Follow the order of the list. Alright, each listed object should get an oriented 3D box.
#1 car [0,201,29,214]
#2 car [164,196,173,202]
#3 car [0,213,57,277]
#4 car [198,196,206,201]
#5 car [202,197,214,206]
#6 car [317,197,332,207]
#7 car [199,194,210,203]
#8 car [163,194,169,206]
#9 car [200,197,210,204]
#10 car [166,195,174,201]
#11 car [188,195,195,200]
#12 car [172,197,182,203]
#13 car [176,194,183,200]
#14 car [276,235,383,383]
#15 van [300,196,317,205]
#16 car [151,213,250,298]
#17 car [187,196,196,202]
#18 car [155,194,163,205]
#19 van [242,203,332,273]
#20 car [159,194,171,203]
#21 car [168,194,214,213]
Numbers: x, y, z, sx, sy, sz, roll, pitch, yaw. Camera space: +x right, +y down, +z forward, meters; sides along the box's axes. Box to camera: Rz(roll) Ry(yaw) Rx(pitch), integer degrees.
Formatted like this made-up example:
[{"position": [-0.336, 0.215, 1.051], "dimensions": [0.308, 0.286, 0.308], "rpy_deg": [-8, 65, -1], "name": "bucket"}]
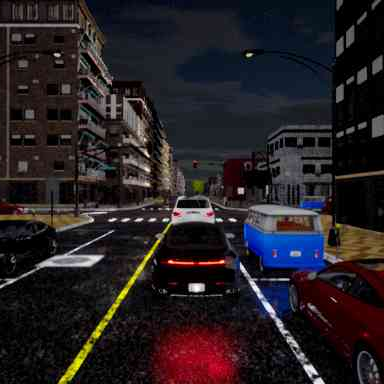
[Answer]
[{"position": [-17.526, 1.533, 31.101], "dimensions": [4.206, 1.307, 1.802], "rpy_deg": [0, 0, 0], "name": "car"}, {"position": [-5.848, 1.627, 82.795], "dimensions": [2.008, 1.369, 4.403], "rpy_deg": [0, 0, 0], "name": "car"}, {"position": [-5.707, 1.567, 10.338], "dimensions": [1.947, 1.339, 4.313], "rpy_deg": [0, 0, 0], "name": "car"}, {"position": [2.523, 1.638, 88.351], "dimensions": [2.008, 1.369, 4.403], "rpy_deg": [0, 0, 0], "name": "car"}, {"position": [2.587, 1.559, 55.286], "dimensions": [1.752, 1.417, 4.829], "rpy_deg": [0, 0, 0], "name": "car"}, {"position": [14.862, 1.357, 31.244], "dimensions": [5.009, 1.841, 2.192], "rpy_deg": [0, 0, 0], "name": "car"}, {"position": [2.556, 1.372, 71.734], "dimensions": [2.192, 1.841, 5.009], "rpy_deg": [0, 0, 0], "name": "car"}, {"position": [-3.192, 1.386, 55.023], "dimensions": [2.097, 1.767, 4.553], "rpy_deg": [0, 0, 0], "name": "car"}, {"position": [2.565, 1.630, 66.194], "dimensions": [1.802, 1.307, 4.206], "rpy_deg": [0, 0, 0], "name": "car"}, {"position": [-5.858, 1.613, 88.164], "dimensions": [1.752, 1.417, 4.829], "rpy_deg": [0, 0, 0], "name": "car"}, {"position": [-0.176, 1.579, 91.949], "dimensions": [1.895, 1.301, 4.718], "rpy_deg": [0, 0, 0], "name": "car"}, {"position": [-3.136, 1.650, 70.520], "dimensions": [1.895, 1.301, 4.718], "rpy_deg": [0, 0, 0], "name": "car"}, {"position": [-3.166, 1.222, 86.085], "dimensions": [1.812, 1.442, 4.674], "rpy_deg": [0, 0, 0], "name": "car"}, {"position": [2.651, 1.582, 4.640], "dimensions": [1.802, 1.307, 4.206], "rpy_deg": [0, 0, 0], "name": "car"}, {"position": [14.824, 1.424, 39.624], "dimensions": [3.998, 1.788, 1.690], "rpy_deg": [0, 0, 0], "name": "van"}, {"position": [0.081, 1.505, 8.511], "dimensions": [1.837, 1.490, 4.892], "rpy_deg": [0, 0, 0], "name": "car"}, {"position": [-0.157, 1.614, 81.499], "dimensions": [2.033, 1.411, 5.357], "rpy_deg": [0, 0, 0], "name": "car"}, {"position": [-5.804, 1.566, 60.468], "dimensions": [1.752, 1.417, 4.829], "rpy_deg": [0, 0, 0], "name": "car"}, {"position": [2.641, 1.342, 10.329], "dimensions": [1.690, 1.788, 3.998], "rpy_deg": [0, 0, 0], "name": "van"}, {"position": [-5.825, 1.372, 71.717], "dimensions": [2.192, 1.841, 5.009], "rpy_deg": [0, 0, 0], "name": "car"}, {"position": [0.054, 1.224, 18.512], "dimensions": [2.150, 2.045, 5.566], "rpy_deg": [0, 0, 0], "name": "car"}]
